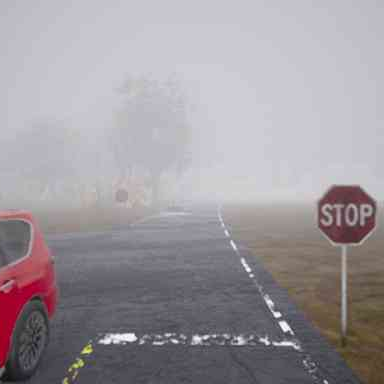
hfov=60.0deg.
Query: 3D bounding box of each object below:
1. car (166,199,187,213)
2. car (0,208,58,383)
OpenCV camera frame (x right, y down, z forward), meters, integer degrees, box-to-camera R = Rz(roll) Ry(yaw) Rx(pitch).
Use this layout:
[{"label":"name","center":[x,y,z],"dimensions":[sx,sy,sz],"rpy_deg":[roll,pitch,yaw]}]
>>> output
[{"label":"car","center":[-1.599,1.453,35.796],"dimensions":[1.994,1.385,4.181],"rpy_deg":[0,0,4]},{"label":"car","center":[-2.975,1.220,2.479],"dimensions":[2.150,2.045,5.566],"rpy_deg":[0,0,0]}]
